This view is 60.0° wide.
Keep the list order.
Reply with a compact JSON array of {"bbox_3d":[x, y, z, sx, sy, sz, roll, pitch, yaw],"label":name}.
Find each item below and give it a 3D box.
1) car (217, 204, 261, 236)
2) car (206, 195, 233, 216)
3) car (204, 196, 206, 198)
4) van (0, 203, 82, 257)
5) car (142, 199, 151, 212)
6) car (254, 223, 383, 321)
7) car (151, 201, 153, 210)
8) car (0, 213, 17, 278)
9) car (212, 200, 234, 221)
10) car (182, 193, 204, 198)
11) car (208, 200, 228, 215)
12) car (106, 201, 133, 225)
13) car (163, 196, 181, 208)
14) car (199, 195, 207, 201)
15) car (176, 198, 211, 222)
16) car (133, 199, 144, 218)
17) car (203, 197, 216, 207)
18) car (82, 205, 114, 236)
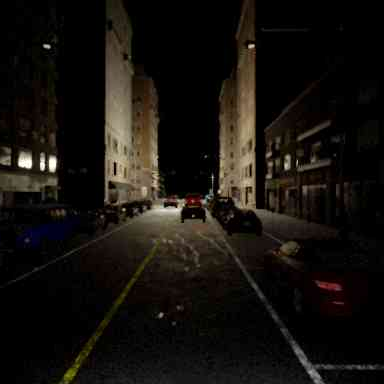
[{"bbox_3d":[2.679,1.571,18.381,1.947,1.339,4.313,1,0,0],"label":"car"},{"bbox_3d":[2.683,1.324,29.728,2.192,1.841,5.009,1,0,0],"label":"car"},{"bbox_3d":[2.684,1.537,41.245,1.752,1.417,4.829,1,0,0],"label":"car"},{"bbox_3d":[-5.846,1.345,12.715,1.690,1.788,3.998,1,0,0],"label":"van"},{"bbox_3d":[-5.843,1.576,35.407,1.947,1.339,4.313,1,0,0],"label":"car"},{"bbox_3d":[2.677,1.584,7.034,1.802,1.307,4.206,1,0,0],"label":"car"},{"bbox_3d":[-5.842,1.556,41.079,1.887,1.381,4.507,1,0,0],"label":"car"},{"bbox_3d":[-5.848,1.442,7.042,1.967,1.590,4.097,1,0,0],"label":"car"},{"bbox_3d":[2.680,1.533,24.224,1.752,1.417,4.829,1,0,0],"label":"car"},{"bbox_3d":[0.109,1.233,44.384,2.150,2.045,5.566,0,0,0],"label":"car"},{"bbox_3d":[2.682,1.592,35.401,1.802,1.307,4.206,1,0,0],"label":"car"},{"bbox_3d":[-5.845,1.558,24.060,2.008,1.369,4.403,1,0,0],"label":"car"},{"bbox_3d":[-2.993,1.612,47.502,1.895,1.301,4.718,0,0,0],"label":"car"},{"bbox_3d":[3.007,1.580,90.085,1.947,1.339,4.313,1,0,1],"label":"car"},{"bbox_3d":[0.105,1.500,26.231,2.128,1.511,4.902,0,0,0],"label":"car"},{"bbox_3d":[-5.845,1.575,29.734,1.947,1.339,4.313,1,0,0],"label":"car"},{"bbox_3d":[2.686,1.538,52.591,1.752,1.417,4.829,1,0,0],"label":"car"},{"bbox_3d":[-5.847,1.587,18.387,1.802,1.307,4.206,1,0,0],"label":"car"}]
